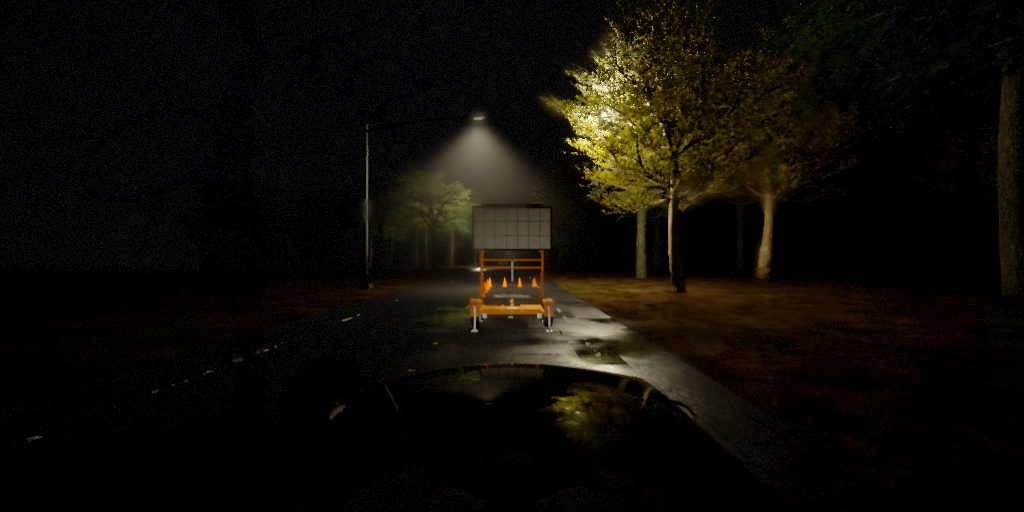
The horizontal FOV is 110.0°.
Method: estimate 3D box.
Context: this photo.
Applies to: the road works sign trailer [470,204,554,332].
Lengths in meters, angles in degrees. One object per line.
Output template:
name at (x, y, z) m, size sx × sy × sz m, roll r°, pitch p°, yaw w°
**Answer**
road works sign trailer at (0.009, 0.234, 10.939) m, size 2.380 × 3.560 × 2.880 m, roll 0°, pitch 0°, yaw 0°
